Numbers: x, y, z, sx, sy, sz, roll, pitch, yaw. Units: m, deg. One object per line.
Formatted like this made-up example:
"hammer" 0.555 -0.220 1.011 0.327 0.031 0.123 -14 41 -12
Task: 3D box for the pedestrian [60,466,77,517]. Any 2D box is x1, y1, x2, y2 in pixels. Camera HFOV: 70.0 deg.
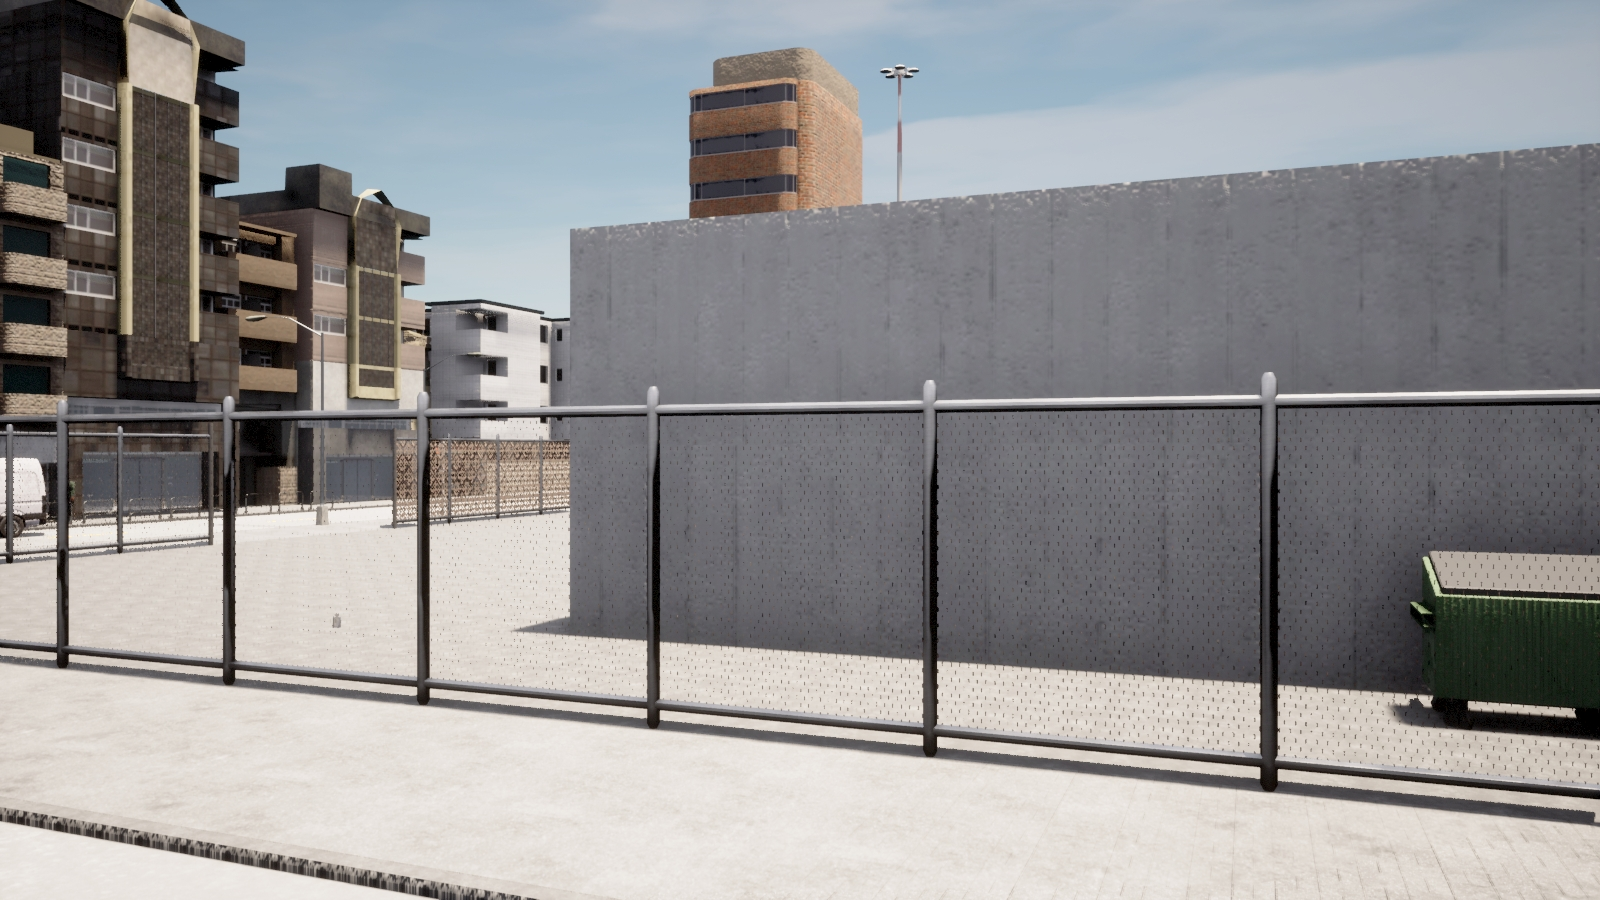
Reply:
"pedestrian" -27.125 1.523 42.360 0.375 1.860 0.375 0 0 22

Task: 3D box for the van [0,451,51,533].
"van" -26.517 1.314 35.024 1.988 2.561 5.915 0 0 21
